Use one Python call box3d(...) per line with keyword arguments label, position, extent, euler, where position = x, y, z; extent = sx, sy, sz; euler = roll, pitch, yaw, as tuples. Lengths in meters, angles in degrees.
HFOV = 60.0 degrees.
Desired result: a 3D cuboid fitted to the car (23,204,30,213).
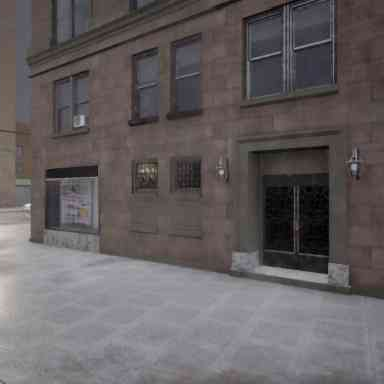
box3d(label="car", position=(-15.702, 1.439, 35.851), extent=(1.812, 1.442, 4.674), euler=(0, 0, 35))
